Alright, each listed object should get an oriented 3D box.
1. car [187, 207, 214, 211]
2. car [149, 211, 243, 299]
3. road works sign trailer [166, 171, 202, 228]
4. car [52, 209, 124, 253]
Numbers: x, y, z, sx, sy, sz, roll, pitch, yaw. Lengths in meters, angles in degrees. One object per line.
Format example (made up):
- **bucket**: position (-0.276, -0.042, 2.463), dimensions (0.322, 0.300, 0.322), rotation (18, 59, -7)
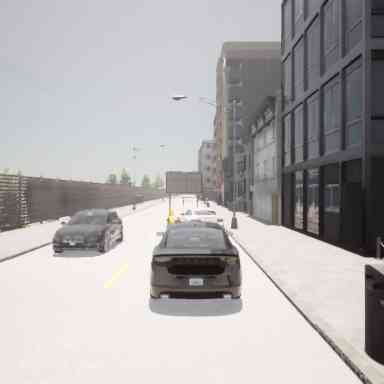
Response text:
- **car**: position (0.437, 1.541, 17.851), dimensions (1.812, 1.442, 4.674), rotation (0, -1, -10)
- **car**: position (0.073, 1.478, 8.500), dimensions (1.882, 1.535, 5.008), rotation (0, 0, 0)
- **road works sign trailer**: position (-0.562, 0.466, 21.332), dimensions (2.380, 3.560, 2.880), rotation (0, 0, -17)
- **car**: position (-4.042, 1.506, 13.654), dimensions (1.837, 1.490, 4.892), rotation (0, 0, 0)
